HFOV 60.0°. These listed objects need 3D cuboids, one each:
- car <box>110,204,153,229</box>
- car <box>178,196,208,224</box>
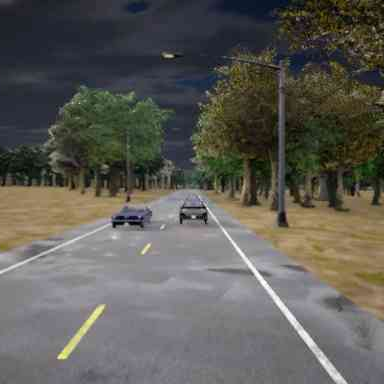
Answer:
[{"bbox_3d":[-3.577,1.435,20.381,1.895,1.301,4.718,0,1,0],"label":"car"},{"bbox_3d":[0.096,1.291,23.043,2.128,1.511,4.902,0,1,0],"label":"car"}]
